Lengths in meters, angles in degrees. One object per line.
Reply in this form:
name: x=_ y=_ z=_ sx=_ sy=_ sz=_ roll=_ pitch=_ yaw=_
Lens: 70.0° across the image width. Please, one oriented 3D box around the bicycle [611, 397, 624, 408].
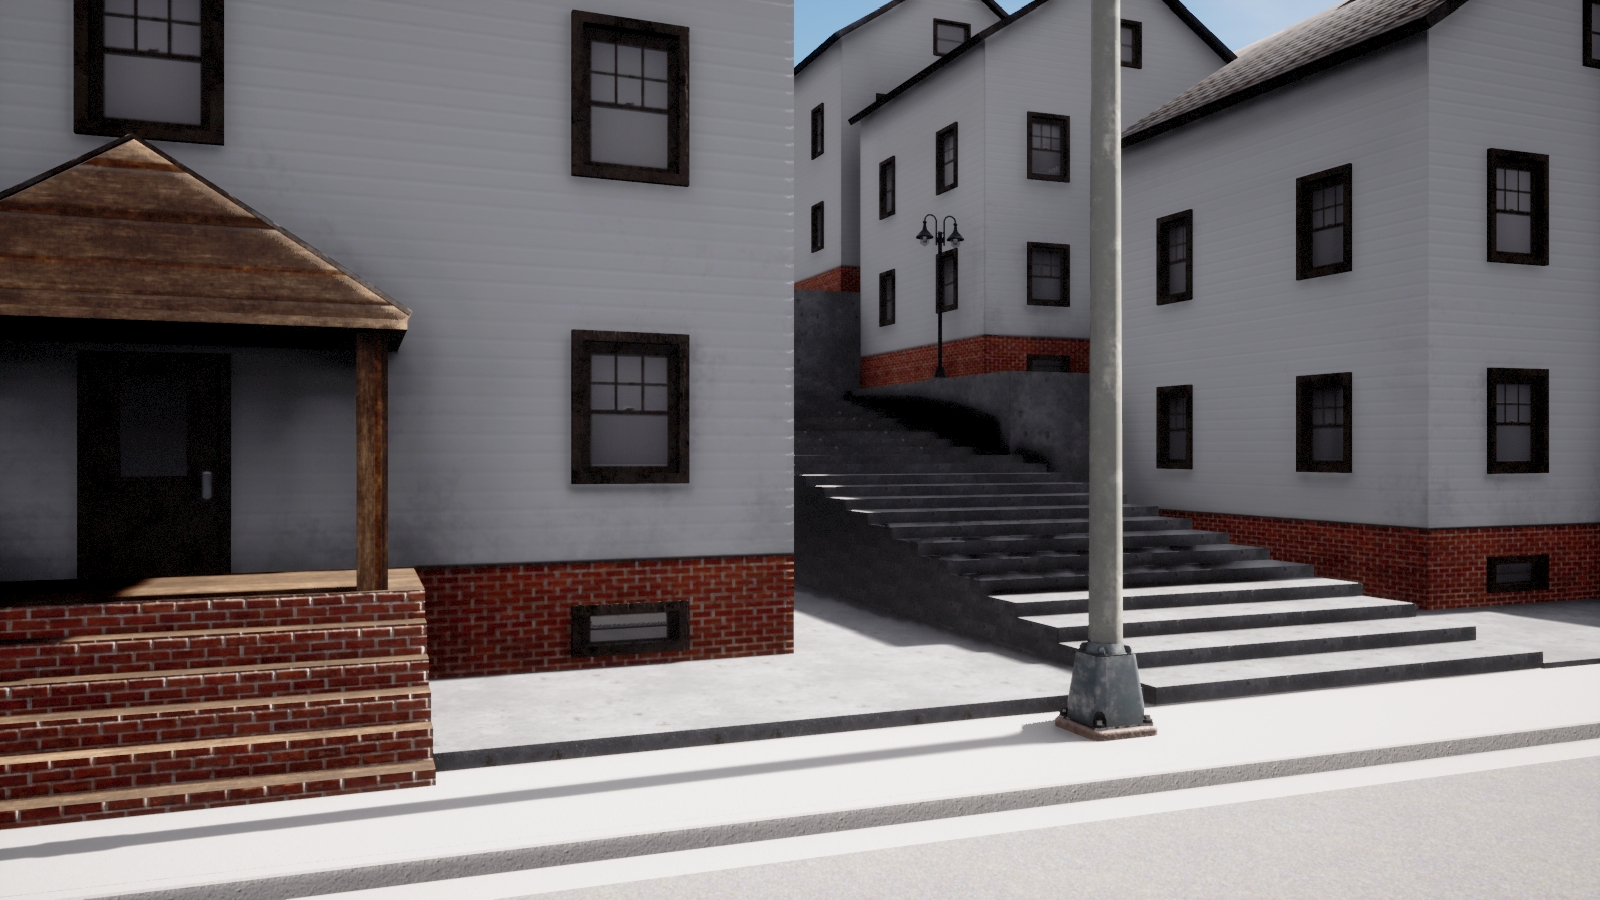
bicycle: x=-22.673 y=-5.855 z=142.026 sx=1.487 sy=1.301 sz=0.859 roll=0 pitch=0 yaw=-17
